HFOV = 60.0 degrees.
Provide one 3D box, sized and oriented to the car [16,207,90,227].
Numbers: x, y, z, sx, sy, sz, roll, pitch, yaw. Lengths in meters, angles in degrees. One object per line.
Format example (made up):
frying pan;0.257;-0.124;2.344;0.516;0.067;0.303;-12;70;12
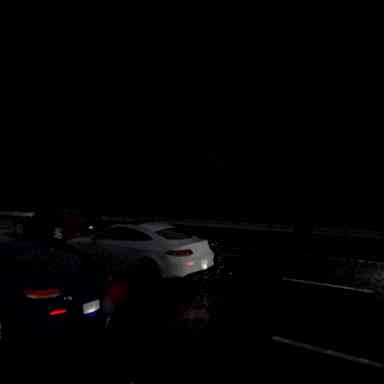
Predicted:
car;-6.734;1.470;16.561;5.008;1.535;1.882;0;0;32

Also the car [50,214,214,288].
car;-1.622;1.519;9.182;4.674;1.442;1.812;0;0;33

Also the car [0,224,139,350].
car;-3.396;1.524;6.167;4.674;1.442;1.812;0;0;34
